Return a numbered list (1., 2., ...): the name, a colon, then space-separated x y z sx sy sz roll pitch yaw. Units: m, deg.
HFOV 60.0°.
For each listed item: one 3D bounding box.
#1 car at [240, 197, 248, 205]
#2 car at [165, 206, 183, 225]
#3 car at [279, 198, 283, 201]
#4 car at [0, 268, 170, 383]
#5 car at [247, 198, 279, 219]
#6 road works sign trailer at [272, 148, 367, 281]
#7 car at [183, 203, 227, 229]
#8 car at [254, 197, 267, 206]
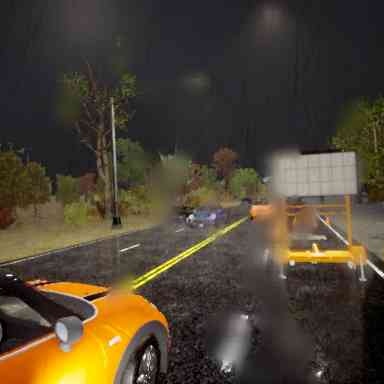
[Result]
1. car: 11.145 1.868 68.366 1.812 1.442 4.674 -3 0 17
2. car: -0.808 1.980 29.265 1.837 1.490 4.892 -3 -1 17
3. car: 23.811 1.187 87.346 2.150 2.045 5.566 -3 0 17
4. car: -2.001 1.355 2.565 2.097 1.767 4.553 0 0 26
5. car: 6.747 1.532 31.169 2.097 1.767 4.553 -3 0 16
6. road works sign trailer: 3.784 0.541 10.220 2.380 3.560 2.880 -3 -1 17
7. car: 1.230 1.694 24.763 2.097 1.767 4.553 -3 -1 17
8. car: 13.145 1.782 63.942 1.994 1.385 4.181 -3 -1 18
